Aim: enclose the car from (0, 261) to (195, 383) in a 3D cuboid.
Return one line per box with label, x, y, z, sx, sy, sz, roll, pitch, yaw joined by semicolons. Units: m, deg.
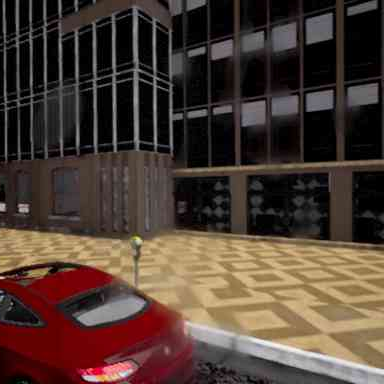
car;-1.946;1.556;4.104;4.206;1.307;1.802;0;1;32
